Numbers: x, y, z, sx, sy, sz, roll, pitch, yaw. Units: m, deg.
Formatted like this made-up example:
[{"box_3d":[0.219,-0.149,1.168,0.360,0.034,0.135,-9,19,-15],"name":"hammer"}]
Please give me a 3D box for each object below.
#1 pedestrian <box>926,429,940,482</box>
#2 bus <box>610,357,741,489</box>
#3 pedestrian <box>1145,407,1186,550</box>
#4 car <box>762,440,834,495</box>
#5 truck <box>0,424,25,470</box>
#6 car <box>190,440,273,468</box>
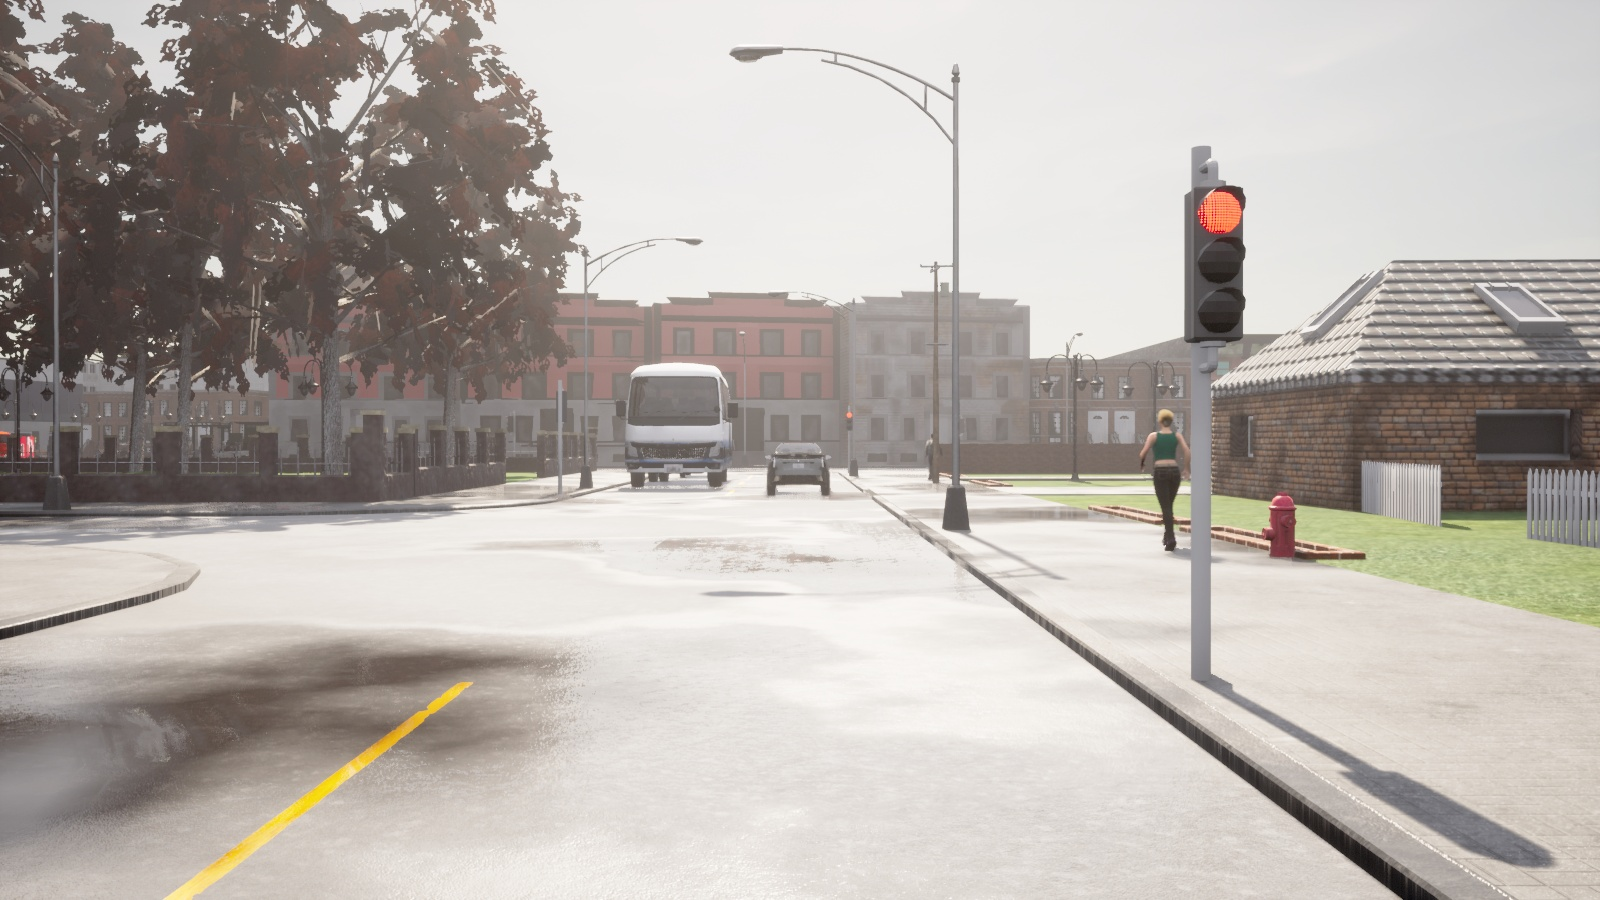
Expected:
[{"box_3d":[4.983,0.195,47.035,0.423,1.949,0.788,0,0,12],"name":"pedestrian"},{"box_3d":[-4.227,-0.889,45.382,3.944,4.253,10.273,0,0,-1],"name":"bus"},{"box_3d":[4.785,0.365,16.450,0.345,1.836,0.594,0,0,-2],"name":"pedestrian"},{"box_3d":[-0.052,0.483,37.275,2.007,1.525,4.514,0,0,0],"name":"car"},{"box_3d":[-45.834,-0.165,68.737,5.204,2.467,2.627,0,0,0],"name":"truck"},{"box_3d":[-32.898,0.207,72.776,3.988,1.617,1.851,0,0,0],"name":"car"}]
